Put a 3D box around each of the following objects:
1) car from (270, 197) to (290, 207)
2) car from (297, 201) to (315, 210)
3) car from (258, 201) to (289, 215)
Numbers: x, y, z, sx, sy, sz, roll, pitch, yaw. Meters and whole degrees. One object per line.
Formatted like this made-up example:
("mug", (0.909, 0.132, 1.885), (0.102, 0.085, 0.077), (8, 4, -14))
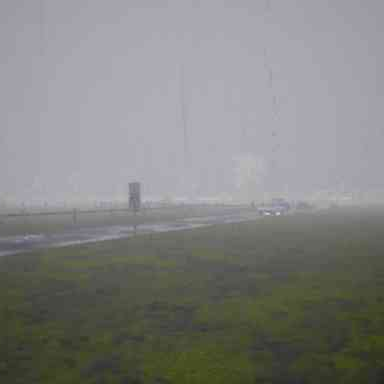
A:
("car", (13.062, 1.857, 50.466), (2.150, 2.045, 5.566), (-1, -1, 35))
("car", (18.273, 2.150, 53.143), (1.837, 1.490, 4.892), (-1, -1, 35))
("car", (9.864, 2.111, 41.009), (1.895, 1.301, 4.718), (-1, -1, 35))
